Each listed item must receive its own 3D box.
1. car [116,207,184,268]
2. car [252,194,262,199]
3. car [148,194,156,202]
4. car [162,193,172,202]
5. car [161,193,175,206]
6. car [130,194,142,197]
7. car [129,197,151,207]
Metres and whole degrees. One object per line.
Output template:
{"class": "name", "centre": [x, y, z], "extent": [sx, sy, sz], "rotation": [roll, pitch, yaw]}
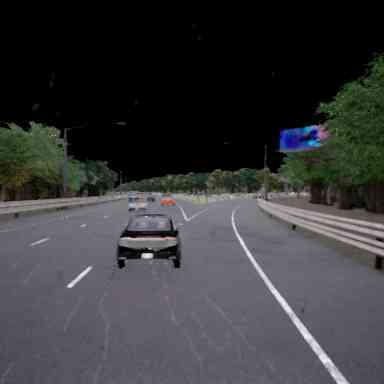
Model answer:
{"class": "car", "centre": [-1.319, 1.477, 11.253], "extent": [2.128, 1.511, 4.902], "rotation": [0, 0, -3]}
{"class": "car", "centre": [18.484, 1.300, 93.595], "extent": [1.895, 1.301, 4.718], "rotation": [0, 0, 26]}
{"class": "car", "centre": [-9.262, 1.539, 75.273], "extent": [1.837, 1.490, 4.892], "rotation": [0, 0, -6]}
{"class": "car", "centre": [-5.903, 1.275, 76.779], "extent": [2.150, 2.045, 5.566], "rotation": [0, 0, -6]}
{"class": "car", "centre": [-3.931, 1.333, 54.870], "extent": [2.097, 1.767, 4.553], "rotation": [0, 0, -4]}
{"class": "car", "centre": [-12.088, 1.490, 69.544], "extent": [1.882, 1.535, 5.008], "rotation": [0, 0, -5]}
{"class": "car", "centre": [-6.280, 1.553, 39.356], "extent": [1.895, 1.301, 4.718], "rotation": [0, 0, -3]}
